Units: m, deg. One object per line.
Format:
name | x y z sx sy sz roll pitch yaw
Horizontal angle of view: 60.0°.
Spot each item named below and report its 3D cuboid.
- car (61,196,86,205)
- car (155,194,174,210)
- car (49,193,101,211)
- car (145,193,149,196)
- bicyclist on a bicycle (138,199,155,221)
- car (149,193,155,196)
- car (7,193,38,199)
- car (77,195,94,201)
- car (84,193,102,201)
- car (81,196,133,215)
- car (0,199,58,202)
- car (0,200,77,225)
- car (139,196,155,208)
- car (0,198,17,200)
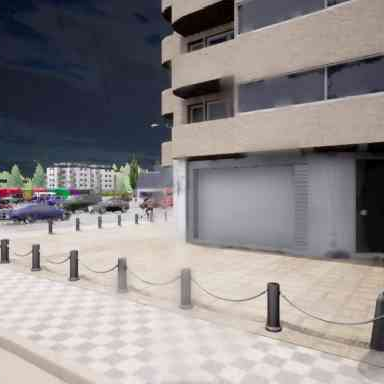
car | -20.790 1.451 58.514 1.970 1.475 3.806 0 0 35
car | -1.956 1.274 45.097 2.150 2.045 5.566 0 0 35
car | -12.273 1.277 36.479 2.150 2.045 5.566 0 0 35
car | -8.515 1.211 71.232 1.905 1.878 3.866 0 0 35
bicyclist on a bicycle | -3.281 1.356 24.068 1.656 1.620 0.582 0 0 35
car | -6.181 1.209 69.520 1.932 1.855 4.605 0 0 35
car | -34.653 1.209 68.176 1.932 1.855 4.605 0 0 35
car | -26.936 1.451 84.185 1.970 1.475 3.806 0 0 35
car | -24.576 1.211 82.508 1.905 1.878 3.866 0 0 35
car | -8.808 1.547 35.325 2.128 1.511 4.902 0 0 35
car | -13.964 1.581 27.923 1.812 1.442 4.674 0 0 35
car | -11.468 1.581 25.070 1.812 1.442 4.674 0 0 35
car | -5.450 1.619 46.206 1.994 1.385 4.181 0 0 35
car | -17.972 1.533 28.334 1.882 1.535 5.008 0 0 35
